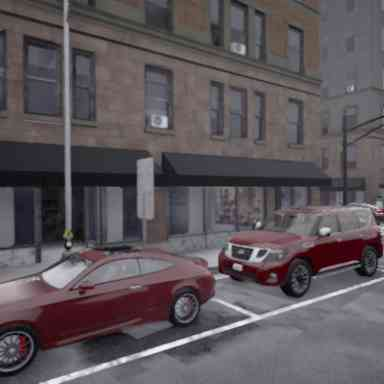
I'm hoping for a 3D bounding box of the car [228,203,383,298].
[{"bbox_3d":[3.044,1.320,8.717,5.009,1.841,2.192,0,-1,-35],"label":"car"}]

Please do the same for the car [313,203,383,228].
[{"bbox_3d":[11.326,1.567,23.854,1.837,1.490,4.892,1,-1,-34],"label":"car"}]

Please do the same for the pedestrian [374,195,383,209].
[{"bbox_3d":[14.137,1.168,25.066,0.375,1.860,0.375,-1,1,-36],"label":"pedestrian"}]

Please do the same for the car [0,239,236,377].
[{"bbox_3d":[-1.499,1.583,5.473,4.206,1.307,1.802,0,-1,-35],"label":"car"}]
